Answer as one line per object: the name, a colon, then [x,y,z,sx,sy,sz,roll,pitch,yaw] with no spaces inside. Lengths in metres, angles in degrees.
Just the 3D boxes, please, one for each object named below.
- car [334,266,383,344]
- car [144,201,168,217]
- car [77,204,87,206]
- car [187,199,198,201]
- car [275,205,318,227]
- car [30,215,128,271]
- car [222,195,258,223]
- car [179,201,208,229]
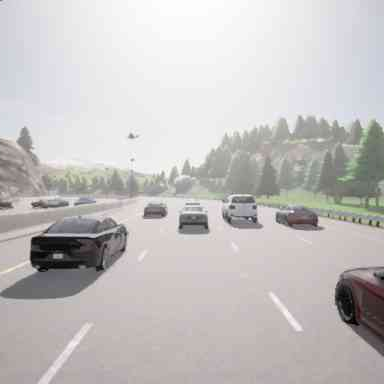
car: [3.599,1.564,4.432,1.994,1.385,4.181,0,0,0]
car: [-3.402,1.567,31.760,1.994,1.385,4.181,0,0,0]
car: [-14.209,1.483,44.103,1.882,1.535,5.008,0,0,-1]
car: [0.058,1.552,40.944,2.033,1.411,5.357,0,0,-1]
car: [7.098,1.566,22.954,1.994,1.385,4.181,0,0,0]
car: [-3.401,1.479,10.924,1.882,1.535,5.008,0,0,0]
car: [3.597,1.224,25.690,2.150,2.045,5.566,0,0,0]
car: [0.098,1.550,21.752,2.033,1.411,5.357,0,0,0]
